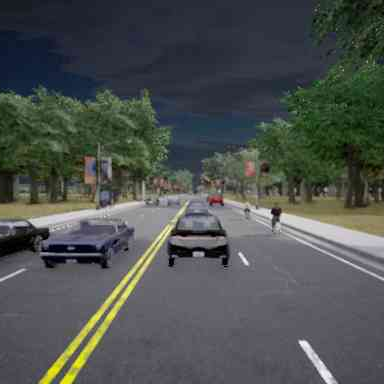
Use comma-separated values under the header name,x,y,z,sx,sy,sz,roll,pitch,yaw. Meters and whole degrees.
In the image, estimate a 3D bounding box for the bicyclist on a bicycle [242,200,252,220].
name,x,y,z,sx,sy,sz,roll,pitch,yaw
bicyclist on a bicycle,4.433,1.423,26.662,0.866,1.612,1.509,0,0,0

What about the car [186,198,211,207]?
name,x,y,z,sx,sy,sz,roll,pitch,yaw
car,0.398,1.530,29.446,1.994,1.385,4.181,0,0,1

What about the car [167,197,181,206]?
name,x,y,z,sx,sy,sz,roll,pitch,yaw
car,-2.782,1.454,51.697,1.812,1.442,4.674,0,0,1

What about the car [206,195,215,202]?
name,x,y,z,sx,sy,sz,roll,pitch,yaw
car,4.020,1.416,73.581,1.882,1.535,5.008,0,0,1

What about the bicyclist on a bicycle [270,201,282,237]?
name,x,y,z,sx,sy,sz,roll,pitch,yaw
bicyclist on a bicycle,4.313,1.368,17.200,0.659,1.776,1.843,0,1,1

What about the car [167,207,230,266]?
name,x,y,z,sx,sy,sz,roll,pitch,yaw
car,0.208,1.478,11.465,2.128,1.511,4.902,0,0,1

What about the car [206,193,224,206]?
name,x,y,z,sx,sy,sz,roll,pitch,yaw
car,3.919,1.178,54.271,2.150,2.045,5.566,0,0,1

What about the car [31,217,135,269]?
name,x,y,z,sx,sy,sz,roll,pitch,yaw
car,-3.245,1.573,11.206,1.895,1.301,4.718,0,0,1

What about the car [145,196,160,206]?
name,x,y,z,sx,sy,sz,roll,pitch,yaw
car,-6.039,1.406,51.318,2.128,1.511,4.902,0,0,1

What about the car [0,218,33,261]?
name,x,y,z,sx,sy,sz,roll,pitch,yaw
car,-6.500,1.559,10.825,1.895,1.301,4.718,0,0,1
